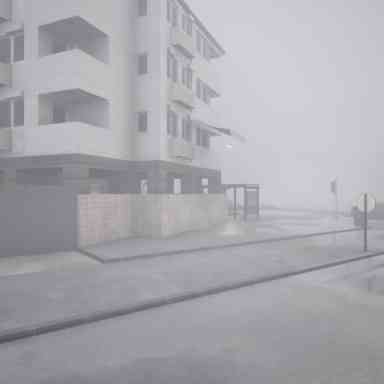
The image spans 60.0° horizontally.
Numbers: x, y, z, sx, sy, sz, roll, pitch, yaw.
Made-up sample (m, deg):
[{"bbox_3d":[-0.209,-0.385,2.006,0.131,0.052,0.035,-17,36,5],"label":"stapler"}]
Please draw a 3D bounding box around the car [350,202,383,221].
[{"bbox_3d":[14.308,1.478,24.507,1.882,1.535,5.008,0,0,-38],"label":"car"}]

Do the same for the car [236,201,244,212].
[{"bbox_3d":[4.179,1.547,38.405,2.033,1.411,5.357,0,0,-36],"label":"car"}]
